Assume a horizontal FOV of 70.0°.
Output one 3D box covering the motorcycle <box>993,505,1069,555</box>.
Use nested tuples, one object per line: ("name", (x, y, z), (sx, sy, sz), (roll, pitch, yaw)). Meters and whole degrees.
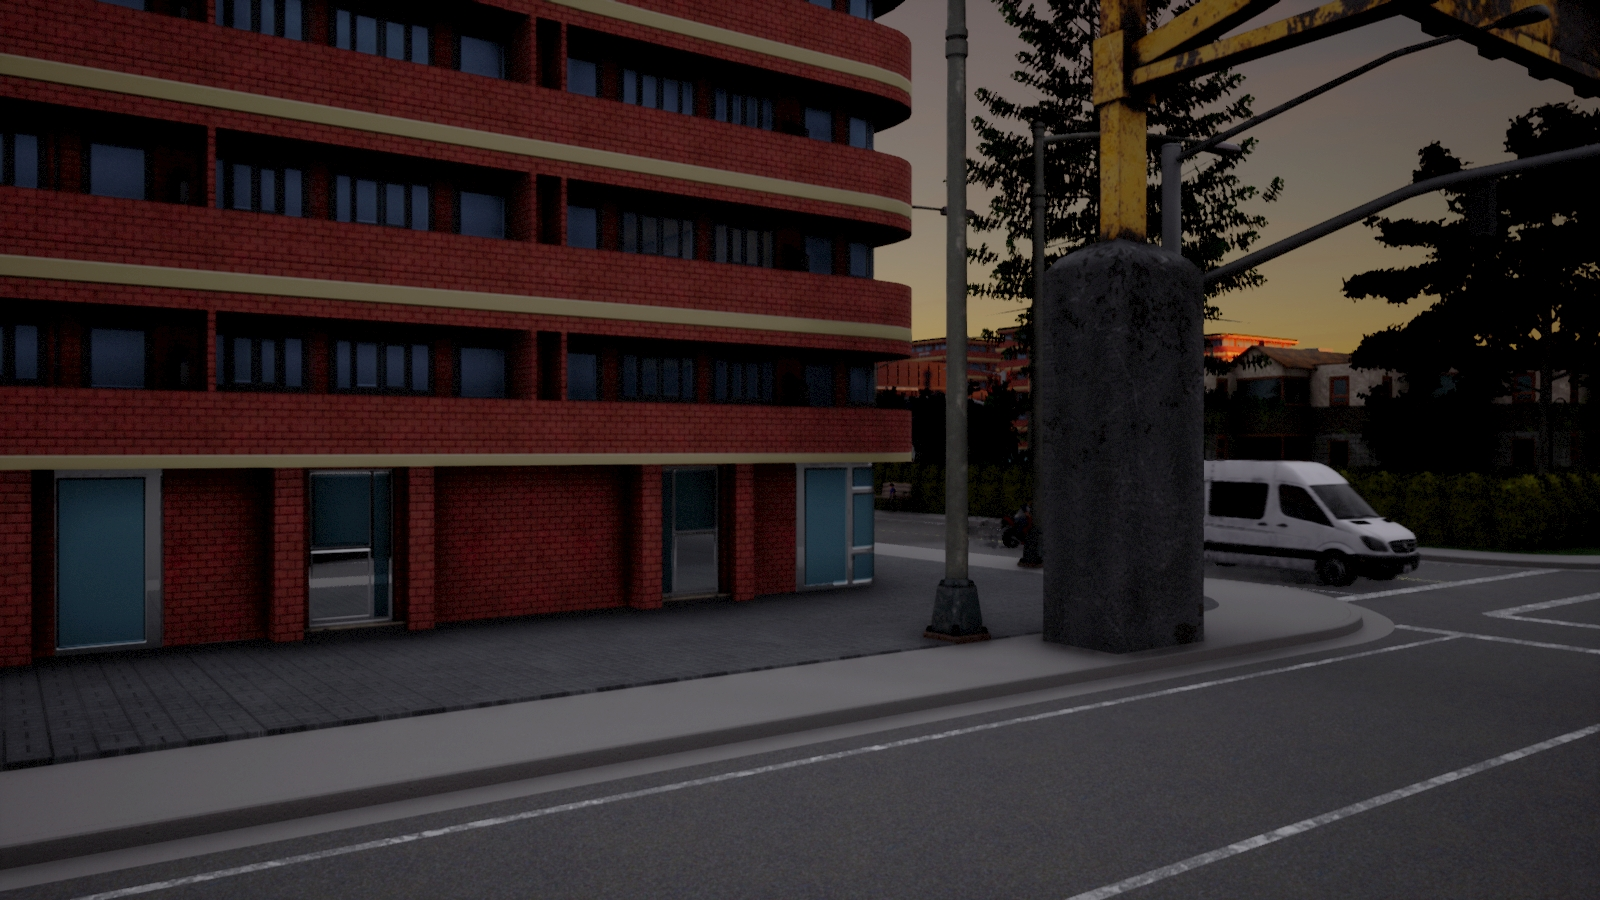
("motorcycle", (6.307, 2.155, 31.293), (0.803, 1.224, 2.033), (0, 0, -35))

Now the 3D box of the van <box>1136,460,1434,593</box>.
("van", (10.524, 1.516, 25.357), (1.988, 2.561, 5.915), (0, 0, -36))

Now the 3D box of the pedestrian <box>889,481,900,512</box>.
("pedestrian", (4.008, 1.956, 48.331), (0.375, 1.300, 0.375), (0, 0, 23))
